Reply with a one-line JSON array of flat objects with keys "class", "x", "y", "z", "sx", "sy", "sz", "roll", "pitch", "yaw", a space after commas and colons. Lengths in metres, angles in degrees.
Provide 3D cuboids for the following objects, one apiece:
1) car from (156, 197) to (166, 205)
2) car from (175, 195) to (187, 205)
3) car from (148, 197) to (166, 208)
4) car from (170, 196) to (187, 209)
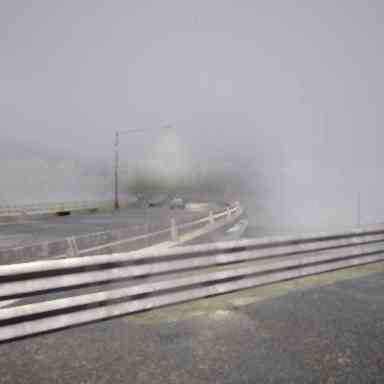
[{"class": "car", "x": -5.539, "y": 1.580, "z": 59.655, "sx": 1.812, "sy": 1.442, "sz": 4.674, "roll": 0, "pitch": 0, "yaw": -5}, {"class": "car", "x": -2.023, "y": 1.413, "z": 59.079, "sx": 2.097, "sy": 1.767, "sz": 4.553, "roll": 0, "pitch": 0, "yaw": -4}, {"class": "car", "x": -5.323, "y": 1.535, "z": 49.297, "sx": 2.128, "sy": 1.511, "sz": 4.902, "roll": 0, "pitch": 0, "yaw": 1}, {"class": "car", "x": -1.887, "y": 1.594, "z": 45.566, "sx": 2.033, "sy": 1.411, "sz": 5.357, "roll": 0, "pitch": 0, "yaw": 3}]
